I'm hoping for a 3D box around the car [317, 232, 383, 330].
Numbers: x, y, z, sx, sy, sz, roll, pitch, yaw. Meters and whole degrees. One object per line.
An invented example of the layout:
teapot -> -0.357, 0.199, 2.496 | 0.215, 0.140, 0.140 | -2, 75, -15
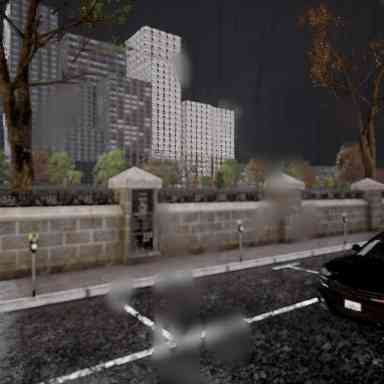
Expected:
car -> 4.520, 1.479, 6.579 | 5.008, 1.535, 1.882 | 0, 0, -35
